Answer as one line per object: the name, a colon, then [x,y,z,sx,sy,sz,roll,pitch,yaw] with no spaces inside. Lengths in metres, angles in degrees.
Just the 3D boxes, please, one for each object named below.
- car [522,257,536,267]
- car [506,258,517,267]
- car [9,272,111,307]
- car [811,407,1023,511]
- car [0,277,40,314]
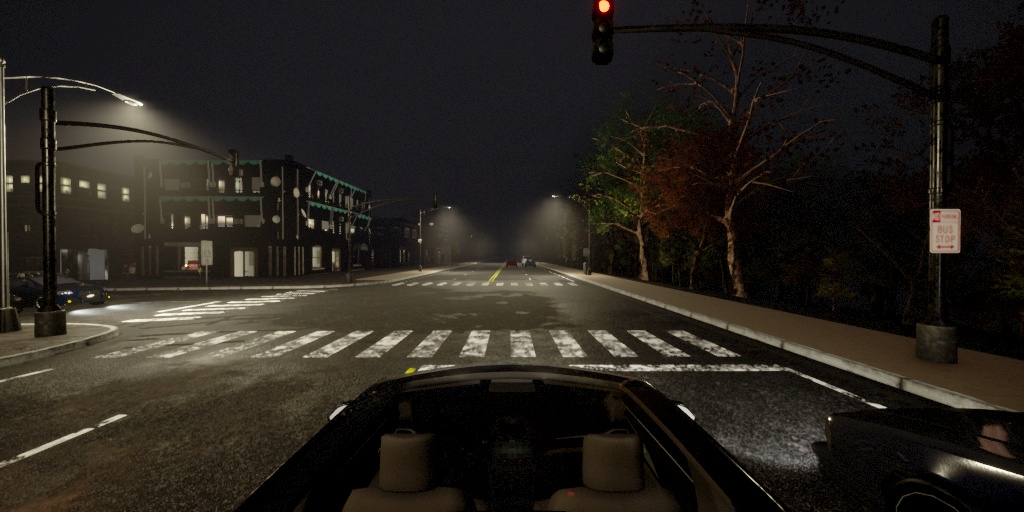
car: [3.202,1.274,63.173,2.033,1.411,5.357,0,0,0]
car: [-0.051,1.204,63.140,1.882,1.535,5.008,0,0,0]
car: [-19.866,1.534,15.202,4.181,1.385,1.994,-1,1,0]
car: [3.354,1.298,0.392,2.033,1.411,5.357,0,0,0]
car: [-19.973,1.565,12.496,4.313,1.339,1.948,0,0,0]
